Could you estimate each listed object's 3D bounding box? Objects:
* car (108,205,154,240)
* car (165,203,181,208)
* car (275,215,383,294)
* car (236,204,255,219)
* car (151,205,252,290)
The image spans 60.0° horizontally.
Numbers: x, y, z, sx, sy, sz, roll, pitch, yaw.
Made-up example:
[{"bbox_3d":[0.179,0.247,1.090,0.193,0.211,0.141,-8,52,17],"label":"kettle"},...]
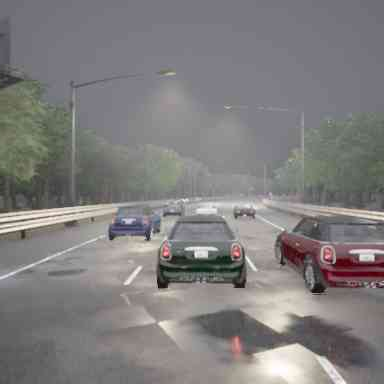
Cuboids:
[{"bbox_3d":[-2.929,1.496,17.970,2.097,1.767,4.553,0,0,3],"label":"car"},{"bbox_3d":[-1.780,1.849,34.995,1.994,1.385,4.181,0,0,5],"label":"car"},{"bbox_3d":[3.752,1.426,9.154,2.097,1.767,4.553,0,-1,1],"label":"car"},{"bbox_3d":[5.029,1.869,32.638,1.895,1.301,4.718,0,0,5],"label":"car"},{"bbox_3d":[0.264,1.428,9.528,2.097,1.767,4.553,0,-1,2],"label":"car"}]
